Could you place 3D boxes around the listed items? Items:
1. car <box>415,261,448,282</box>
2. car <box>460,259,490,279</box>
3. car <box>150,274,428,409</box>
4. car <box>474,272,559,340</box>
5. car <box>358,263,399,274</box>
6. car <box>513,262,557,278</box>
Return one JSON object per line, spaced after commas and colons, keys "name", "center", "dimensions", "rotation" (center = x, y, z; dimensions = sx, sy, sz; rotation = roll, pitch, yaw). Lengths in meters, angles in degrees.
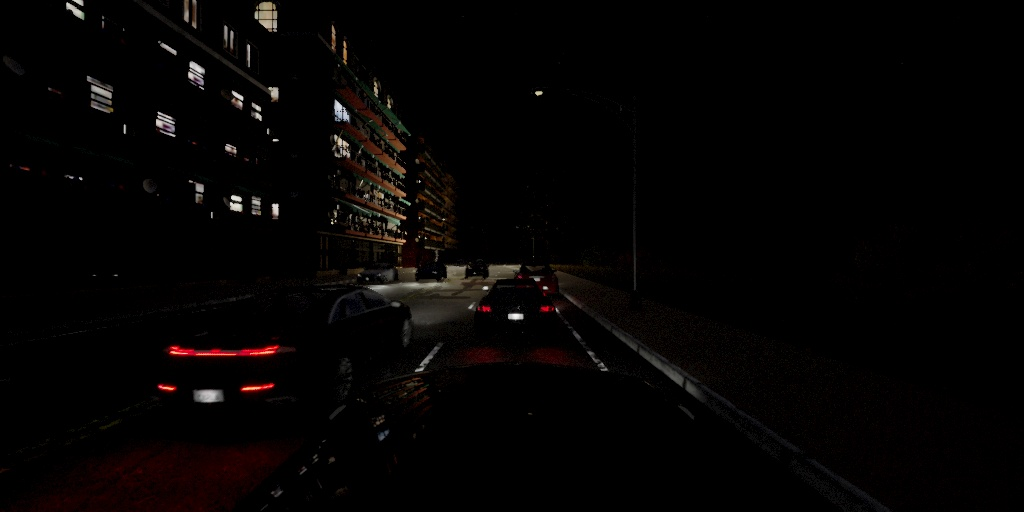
{"name": "car", "center": [-6.589, 1.230, 29.586], "dimensions": [1.882, 1.535, 5.008], "rotation": [0, 0, 0]}
{"name": "car", "center": [-3.139, 1.243, 32.848], "dimensions": [2.128, 1.511, 4.902], "rotation": [0, 0, 0]}
{"name": "car", "center": [-3.150, 1.241, 6.148], "dimensions": [2.128, 1.511, 4.902], "rotation": [0, 0, 0]}
{"name": "car", "center": [0.097, 1.315, 9.983], "dimensions": [1.994, 1.385, 4.181], "rotation": [0, 0, 0]}
{"name": "car", "center": [-9.841, 1.278, 26.713], "dimensions": [1.812, 1.442, 4.674], "rotation": [0, 0, 0]}
{"name": "car", "center": [1.144, 1.103, 18.563], "dimensions": [2.097, 1.767, 4.553], "rotation": [0, 0, 0]}
